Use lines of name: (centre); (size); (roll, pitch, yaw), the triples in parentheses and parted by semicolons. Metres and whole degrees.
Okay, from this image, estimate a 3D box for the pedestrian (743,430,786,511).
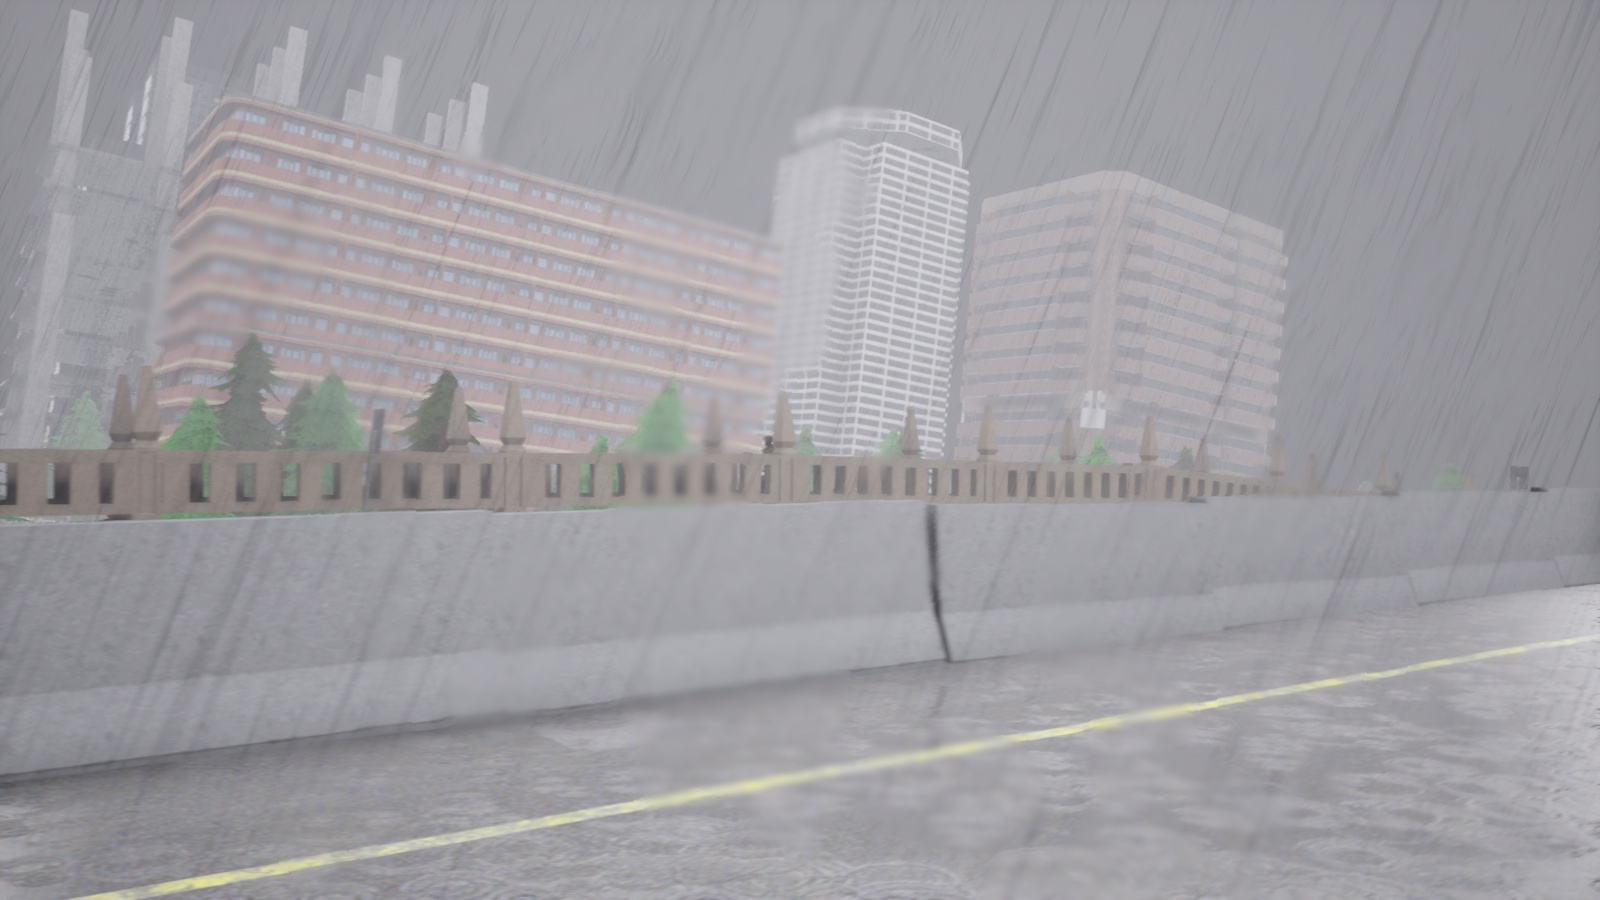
pedestrian: (-0.832, 0.486, 29.526); (0.726, 1.835, 0.370); (9, -5, -34)
